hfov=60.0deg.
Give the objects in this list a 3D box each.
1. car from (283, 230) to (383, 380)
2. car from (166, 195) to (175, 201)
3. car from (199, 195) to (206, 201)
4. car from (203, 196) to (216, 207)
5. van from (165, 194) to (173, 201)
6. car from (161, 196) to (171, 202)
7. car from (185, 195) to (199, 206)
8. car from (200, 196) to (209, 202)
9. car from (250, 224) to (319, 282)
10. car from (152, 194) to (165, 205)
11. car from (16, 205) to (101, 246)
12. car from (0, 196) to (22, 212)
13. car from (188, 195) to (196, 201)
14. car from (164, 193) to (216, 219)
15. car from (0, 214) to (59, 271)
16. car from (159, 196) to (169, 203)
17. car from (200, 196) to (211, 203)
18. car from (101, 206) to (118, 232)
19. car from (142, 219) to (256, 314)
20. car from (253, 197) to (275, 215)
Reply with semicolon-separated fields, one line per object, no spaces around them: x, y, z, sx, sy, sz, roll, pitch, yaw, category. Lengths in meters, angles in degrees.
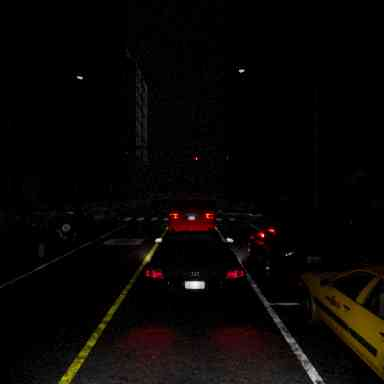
2.758;1.525;4.298;1.752;1.417;4.829;0;0;0;car
-5.828;1.586;90.524;2.008;1.369;4.403;0;0;0;car
2.701;1.557;85.262;1.752;1.417;4.829;0;0;0;car
2.724;1.452;52.467;1.967;1.590;4.097;0;0;0;car
-5.824;1.372;85.087;1.690;1.788;3.998;0;0;0;van
-5.816;1.549;74.041;1.752;1.417;4.829;0;0;0;car
0.039;1.364;53.753;2.097;1.767;4.553;0;0;0;car
2.709;1.569;74.217;1.887;1.381;4.507;0;0;0;car
2.754;1.566;9.585;1.947;1.339;4.313;0;0;0;car
-5.805;1.330;57.899;2.192;1.841;5.009;0;0;0;car
-5.775;1.441;15.034;1.967;1.590;4.097;0;0;0;car
-17.941;1.172;31.941;4.902;1.511;2.128;1;0;0;car
-0.063;1.574;88.955;2.033;1.411;5.357;0;0;0;car
-0.009;1.223;17.131;2.150;2.045;5.566;0;0;0;car
-5.771;1.545;9.577;1.887;1.381;4.507;0;0;0;car
-5.812;1.602;68.773;1.802;1.307;4.206;0;0;0;car
2.713;1.571;68.779;2.008;1.369;4.403;0;0;0;car
-5.778;1.527;20.321;1.752;1.417;4.829;0;0;0;car
0.054;1.564;7.711;1.994;1.385;4.181;0;0;0;car
9.401;1.439;35.542;5.566;2.045;2.150;1;0;4;car
